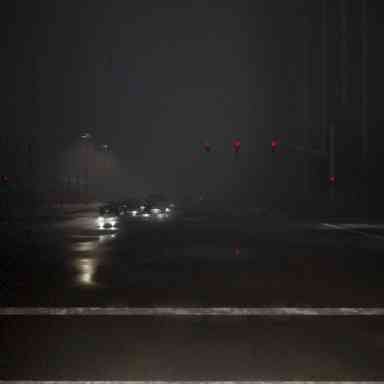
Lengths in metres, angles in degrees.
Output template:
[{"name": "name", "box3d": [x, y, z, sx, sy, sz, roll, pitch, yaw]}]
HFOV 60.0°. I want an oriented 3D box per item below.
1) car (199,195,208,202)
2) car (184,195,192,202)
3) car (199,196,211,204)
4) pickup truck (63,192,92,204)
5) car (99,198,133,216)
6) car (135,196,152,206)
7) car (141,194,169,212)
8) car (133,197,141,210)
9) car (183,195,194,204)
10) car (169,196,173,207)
[{"name": "car", "box3d": [2.564, 1.524, 75.187, 1.812, 1.442, 4.674, 0, 0, -1]}, {"name": "car", "box3d": [-0.938, 1.478, 75.392, 1.882, 1.535, 5.008, 0, 0, -1]}, {"name": "car", "box3d": [2.765, 1.491, 64.803, 2.128, 1.511, 4.902, 0, 0, -1]}, {"name": "pickup truck", "box3d": [-20.910, 1.059, 60.027, 2.390, 2.098, 6.274, 0, 0, 30]}, {"name": "car", "box3d": [-7.696, 1.491, 32.875, 2.128, 1.511, 4.902, 0, 0, 2]}, {"name": "car", "box3d": [-7.822, 1.491, 54.225, 2.128, 1.511, 4.902, 0, 0, 0]}, {"name": "car", "box3d": [-4.176, 1.221, 38.508, 2.150, 2.045, 5.566, 0, 0, -1]}, {"name": "car", "box3d": [-7.714, 1.478, 42.177, 1.882, 1.535, 5.008, 0, 0, -1]}, {"name": "car", "box3d": [-0.741, 1.352, 65.389, 2.097, 1.767, 4.553, 0, 0, -1]}, {"name": "car", "box3d": [-4.268, 1.601, 48.455, 1.895, 1.301, 4.718, 0, 0, -1]}]
